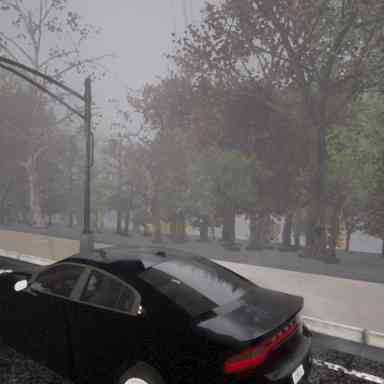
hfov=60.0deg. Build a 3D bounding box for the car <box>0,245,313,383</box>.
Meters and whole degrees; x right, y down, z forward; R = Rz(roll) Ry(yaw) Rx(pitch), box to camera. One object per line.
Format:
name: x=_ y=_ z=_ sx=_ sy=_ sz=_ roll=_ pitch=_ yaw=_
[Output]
car: x=-1.034 y=1.477 z=4.477 sx=5.008 sy=1.535 sz=1.882 roll=0 pitch=0 yaw=36
